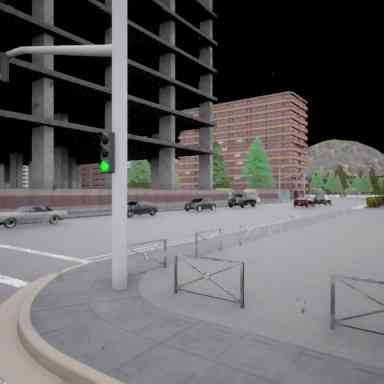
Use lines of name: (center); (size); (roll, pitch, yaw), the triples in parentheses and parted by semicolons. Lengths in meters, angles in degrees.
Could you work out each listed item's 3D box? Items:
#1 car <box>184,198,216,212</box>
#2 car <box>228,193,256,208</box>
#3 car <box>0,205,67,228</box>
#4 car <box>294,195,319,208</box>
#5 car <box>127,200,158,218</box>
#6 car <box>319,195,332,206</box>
car: (0.976, 1.449, 38.468); (1.837, 1.490, 4.892); (0, 0, 35)
car: (7.200, 1.166, 47.180); (2.150, 2.045, 5.566); (0, 0, 35)
car: (-10.795, 1.545, 21.872); (1.895, 1.301, 4.718); (0, 0, 35)
car: (15.982, 1.422, 47.211); (1.882, 1.535, 5.008); (0, 0, 35)
car: (-5.019, 1.470, 30.004); (1.812, 1.442, 4.674); (0, 0, 36)
car: (21.682, 1.297, 55.250); (2.097, 1.767, 4.553); (0, 0, 35)
